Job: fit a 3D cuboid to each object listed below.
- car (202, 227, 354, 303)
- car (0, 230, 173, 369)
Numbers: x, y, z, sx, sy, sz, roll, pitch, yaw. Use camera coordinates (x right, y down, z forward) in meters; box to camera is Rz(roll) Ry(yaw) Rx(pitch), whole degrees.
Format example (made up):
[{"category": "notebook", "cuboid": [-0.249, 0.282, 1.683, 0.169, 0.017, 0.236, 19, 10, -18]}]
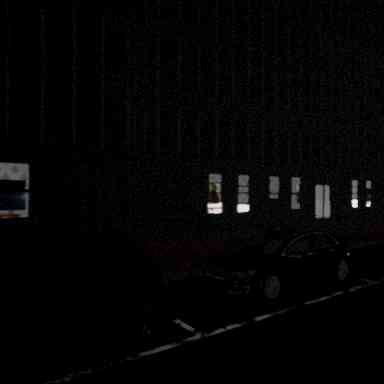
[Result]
[{"category": "car", "cuboid": [2.244, 1.576, 8.159, 4.403, 1.369, 2.008, 0, 0, -35]}, {"category": "car", "cuboid": [-2.391, 1.444, 4.856, 4.097, 1.590, 1.967, 0, 0, -35]}]
